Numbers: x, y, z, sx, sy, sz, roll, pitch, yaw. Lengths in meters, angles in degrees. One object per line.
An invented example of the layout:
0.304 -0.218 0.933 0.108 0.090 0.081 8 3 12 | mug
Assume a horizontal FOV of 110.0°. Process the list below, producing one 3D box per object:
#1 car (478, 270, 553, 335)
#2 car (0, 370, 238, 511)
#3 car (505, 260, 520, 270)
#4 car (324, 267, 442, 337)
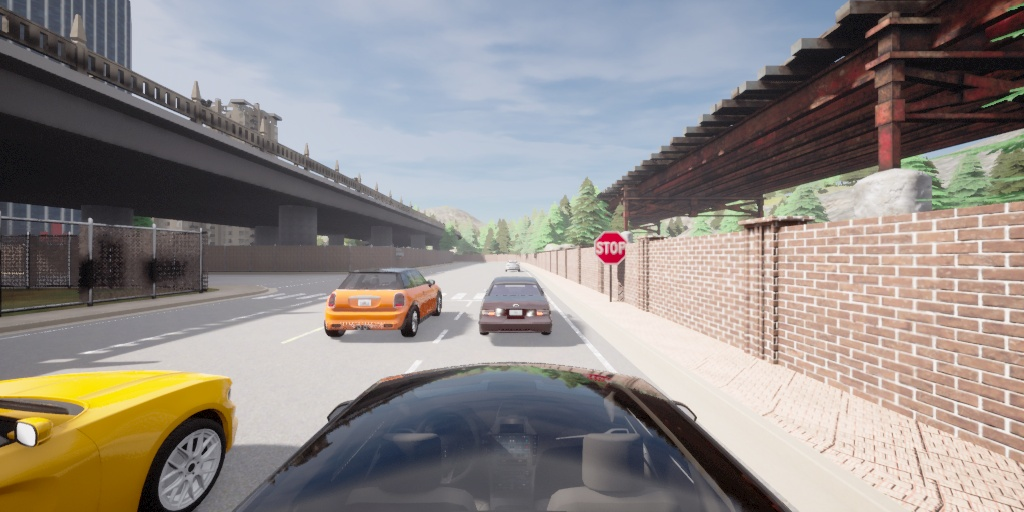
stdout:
0.082 1.297 10.454 2.033 1.411 5.357 0 0 0 | car
-3.398 1.228 1.175 1.882 1.535 5.008 0 0 0 | car
0.085 1.276 46.320 1.812 1.442 4.674 0 0 -1 | car
-3.419 1.102 10.433 2.097 1.767 4.553 0 0 0 | car
